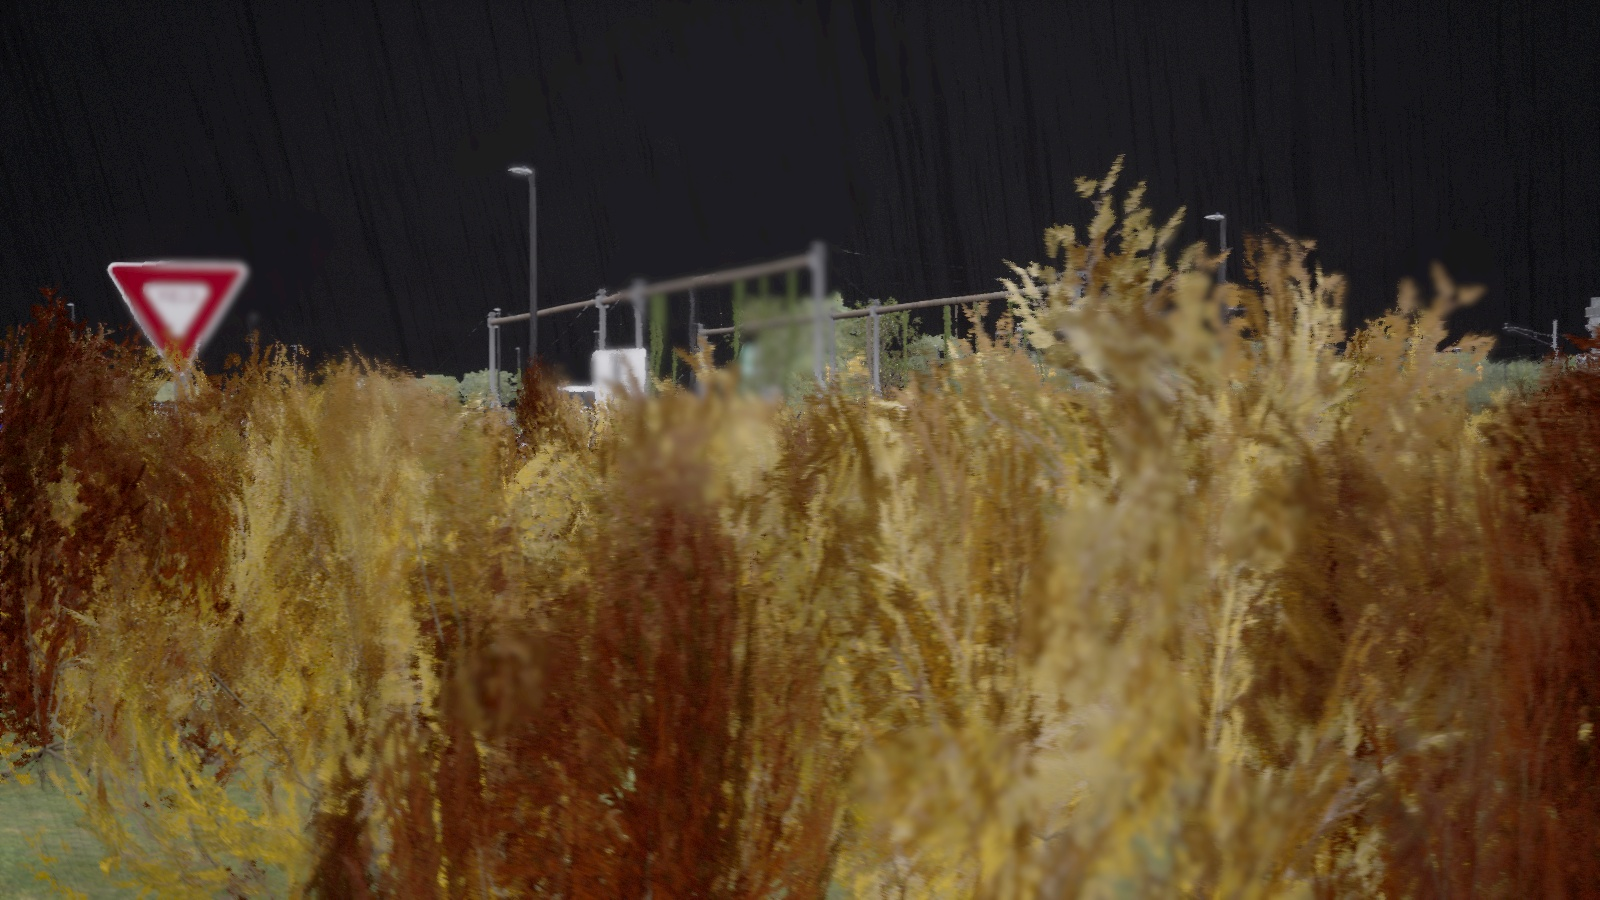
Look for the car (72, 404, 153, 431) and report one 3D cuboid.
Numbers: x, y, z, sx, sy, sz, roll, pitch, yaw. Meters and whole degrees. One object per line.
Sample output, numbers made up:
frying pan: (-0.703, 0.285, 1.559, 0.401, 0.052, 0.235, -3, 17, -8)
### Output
car: (-44.017, -2.070, 80.474, 4.193, 1.474, 1.816, 3, 0, -10)
